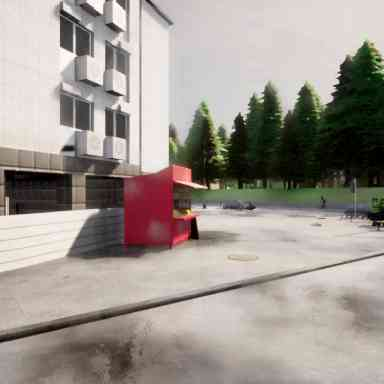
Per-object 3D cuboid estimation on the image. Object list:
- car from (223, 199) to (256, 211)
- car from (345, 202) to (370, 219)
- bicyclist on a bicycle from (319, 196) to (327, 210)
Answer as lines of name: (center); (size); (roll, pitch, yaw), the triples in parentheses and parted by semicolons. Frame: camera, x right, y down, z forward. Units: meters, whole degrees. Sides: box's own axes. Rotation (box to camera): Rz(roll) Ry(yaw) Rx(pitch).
car: (5.752, 1.564, 40.411); (1.994, 1.385, 4.181); (0, 0, -35)
car: (15.036, 1.526, 27.293); (1.812, 1.442, 4.674); (0, 0, -35)
bicyclist on a bicycle: (15.946, 1.349, 40.557); (1.656, 1.620, 0.582); (0, 0, -35)
